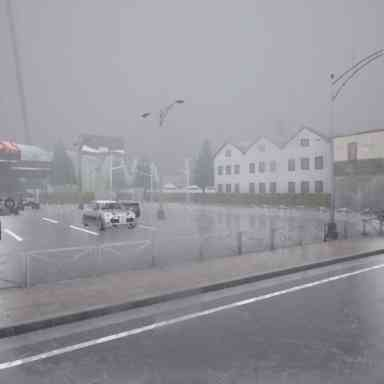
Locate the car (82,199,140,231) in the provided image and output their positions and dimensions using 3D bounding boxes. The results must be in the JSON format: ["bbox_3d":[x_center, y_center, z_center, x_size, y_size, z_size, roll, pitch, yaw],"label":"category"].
[{"bbox_3d":[-4.608,1.248,18.379,1.970,1.475,3.806,0,0,-36],"label":"car"}]

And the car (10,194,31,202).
[{"bbox_3d":[-38.133,1.328,73.804,3.866,1.878,1.905,0,0,-36],"label":"car"}]

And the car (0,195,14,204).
[{"bbox_3d":[-38.377,1.495,66.676,4.611,1.667,2.242,0,0,-36],"label":"car"}]

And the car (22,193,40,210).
[{"bbox_3d":[-19.077,1.092,38.678,1.905,1.878,3.866,0,0,-36],"label":"car"}]

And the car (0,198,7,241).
[{"bbox_3d":[-9.645,1.169,14.389,2.152,1.636,5.027,0,0,-36],"label":"car"}]

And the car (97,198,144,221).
[{"bbox_3d":[-5.720,1.313,26.245,2.007,1.523,4.514,0,0,-36],"label":"car"}]

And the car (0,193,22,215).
[{"bbox_3d":[-17.184,1.113,30.364,1.932,1.855,4.605,0,0,-36],"label":"car"}]
